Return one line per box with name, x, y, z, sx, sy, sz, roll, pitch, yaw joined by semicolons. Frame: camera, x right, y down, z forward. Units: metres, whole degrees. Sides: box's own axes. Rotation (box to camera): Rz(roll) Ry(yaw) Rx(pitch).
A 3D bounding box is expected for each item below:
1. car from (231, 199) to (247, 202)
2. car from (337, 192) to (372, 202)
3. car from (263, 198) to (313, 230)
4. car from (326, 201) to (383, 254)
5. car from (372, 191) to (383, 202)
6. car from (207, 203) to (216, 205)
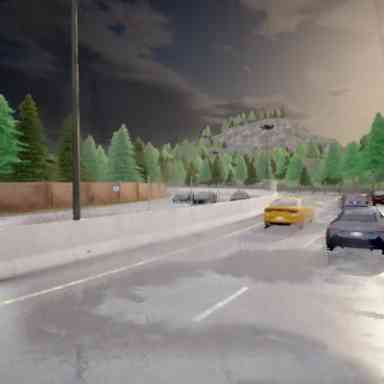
car;5.455;0.645;38.021;1.837;1.490;4.892;0;1;16
car;13.611;0.835;28.425;2.033;1.411;5.357;0;1;19
car;5.310;1.048;18.009;1.882;1.535;5.008;0;1;27
car;6.189;1.253;12.232;1.994;1.385;4.181;0;1;30
car;18.870;0.616;33.580;1.882;1.535;5.008;0;1;17
car;1.329;0.678;36.489;1.882;1.535;5.008;0;1;17
